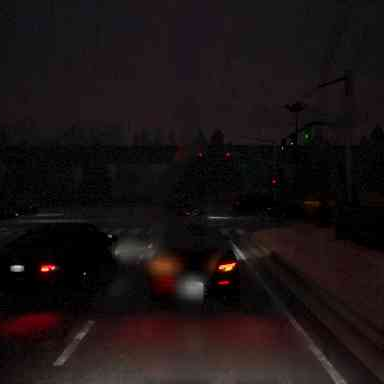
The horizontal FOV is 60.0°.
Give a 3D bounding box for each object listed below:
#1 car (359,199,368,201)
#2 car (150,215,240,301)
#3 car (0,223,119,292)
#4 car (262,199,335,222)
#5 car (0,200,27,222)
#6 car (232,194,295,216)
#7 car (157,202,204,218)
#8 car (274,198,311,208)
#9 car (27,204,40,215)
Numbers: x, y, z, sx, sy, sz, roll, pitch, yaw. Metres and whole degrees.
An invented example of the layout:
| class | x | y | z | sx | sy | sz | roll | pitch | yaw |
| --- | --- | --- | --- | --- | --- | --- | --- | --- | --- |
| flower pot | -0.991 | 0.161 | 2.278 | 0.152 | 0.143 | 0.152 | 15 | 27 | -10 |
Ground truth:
| class | x | y | z | sx | sy | sz | roll | pitch | yaw |
| --- | --- | --- | --- | --- | --- | --- | --- | --- | --- |
| car | 23.225 | 1.600 | 46.793 | 4.718 | 1.301 | 1.895 | 0 | 0 | 0 |
| car | 0.071 | 1.526 | 8.207 | 1.812 | 1.442 | 4.674 | 0 | 0 | 0 |
| car | -3.421 | 1.547 | 9.028 | 2.033 | 1.411 | 5.357 | 0 | 0 | 0 |
| car | 8.298 | 1.492 | 25.667 | 4.902 | 1.511 | 2.128 | 0 | 0 | 0 |
| car | -16.000 | 1.491 | 25.803 | 4.902 | 1.511 | 2.128 | 0 | 0 | 0 |
| car | 6.744 | 1.222 | 32.676 | 5.566 | 2.045 | 2.150 | 0 | 0 | 0 |
| car | -0.996 | 1.563 | 29.219 | 4.181 | 1.385 | 1.994 | 0 | 0 | 0 |
| car | 14.117 | 1.525 | 46.834 | 4.674 | 1.442 | 1.812 | 0 | 0 | 2 |
| car | -17.507 | 1.525 | 32.812 | 4.674 | 1.442 | 1.812 | 0 | 0 | 0 |
